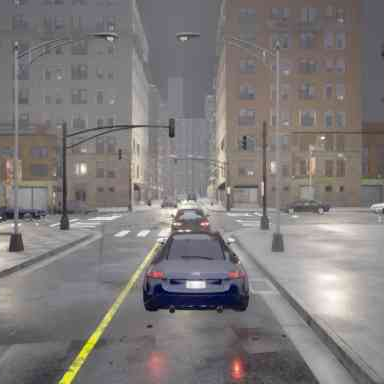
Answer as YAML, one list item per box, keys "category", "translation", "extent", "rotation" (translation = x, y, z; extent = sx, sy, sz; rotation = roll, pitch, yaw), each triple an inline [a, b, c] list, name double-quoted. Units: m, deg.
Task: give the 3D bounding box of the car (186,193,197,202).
- category: "car"
  translation: [-0.070, 1.275, 76.236]
  extent: [2.150, 2.045, 5.566]
  rotation: [0, 0, 0]

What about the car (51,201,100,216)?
- category: "car"
  translation: [-11.839, 1.584, 32.429]
  extent: [5.357, 1.411, 2.033]
  rotation: [0, 0, 5]

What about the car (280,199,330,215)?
- category: "car"
  translation: [11.161, 1.450, 33.236]
  extent: [4.892, 1.490, 1.837]
  rotation: [0, 0, 0]

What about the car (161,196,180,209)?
- category: "car"
  translation: [-3.077, 1.371, 45.809]
  extent: [2.097, 1.767, 4.553]
  rotation: [0, 0, 0]

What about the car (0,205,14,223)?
- category: "car"
  translation: [-15.221, 1.616, 23.124]
  extent: [4.181, 1.385, 1.994]
  rotation: [0, 0, 0]

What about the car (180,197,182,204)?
- category: "car"
  translation: [-3.084, 1.544, 64.503]
  extent: [1.837, 1.490, 4.892]
  rotation: [0, -1, 0]

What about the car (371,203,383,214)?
- category: "car"
  translation: [20.423, 1.439, 33.289]
  extent: [4.674, 1.442, 1.812]
  rotation: [0, 0, -1]

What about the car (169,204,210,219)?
- category: "car"
  translation: [-0.085, 1.525, 16.469]
  extent: [1.812, 1.442, 4.674]
  rotation: [0, 0, -1]

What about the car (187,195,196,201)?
- category: "car"
  translation: [-0.103, 1.583, 86.624]
  extent: [2.128, 1.511, 4.902]
  rotation: [0, 0, 0]

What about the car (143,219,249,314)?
- category: "car"
  translation: [0.084, 1.564, 7.725]
  extent: [1.994, 1.385, 4.181]
  rotation: [0, 0, 0]

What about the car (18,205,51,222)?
- category: "car"
  translation: [-14.150, 1.648, 26.379]
  extent: [4.718, 1.301, 1.895]
  rotation: [0, 0, 0]

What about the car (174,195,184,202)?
- category: "car"
  translation: [-3.083, 1.563, 79.786]
  extent: [2.128, 1.511, 4.902]
  rotation: [0, 0, 0]
